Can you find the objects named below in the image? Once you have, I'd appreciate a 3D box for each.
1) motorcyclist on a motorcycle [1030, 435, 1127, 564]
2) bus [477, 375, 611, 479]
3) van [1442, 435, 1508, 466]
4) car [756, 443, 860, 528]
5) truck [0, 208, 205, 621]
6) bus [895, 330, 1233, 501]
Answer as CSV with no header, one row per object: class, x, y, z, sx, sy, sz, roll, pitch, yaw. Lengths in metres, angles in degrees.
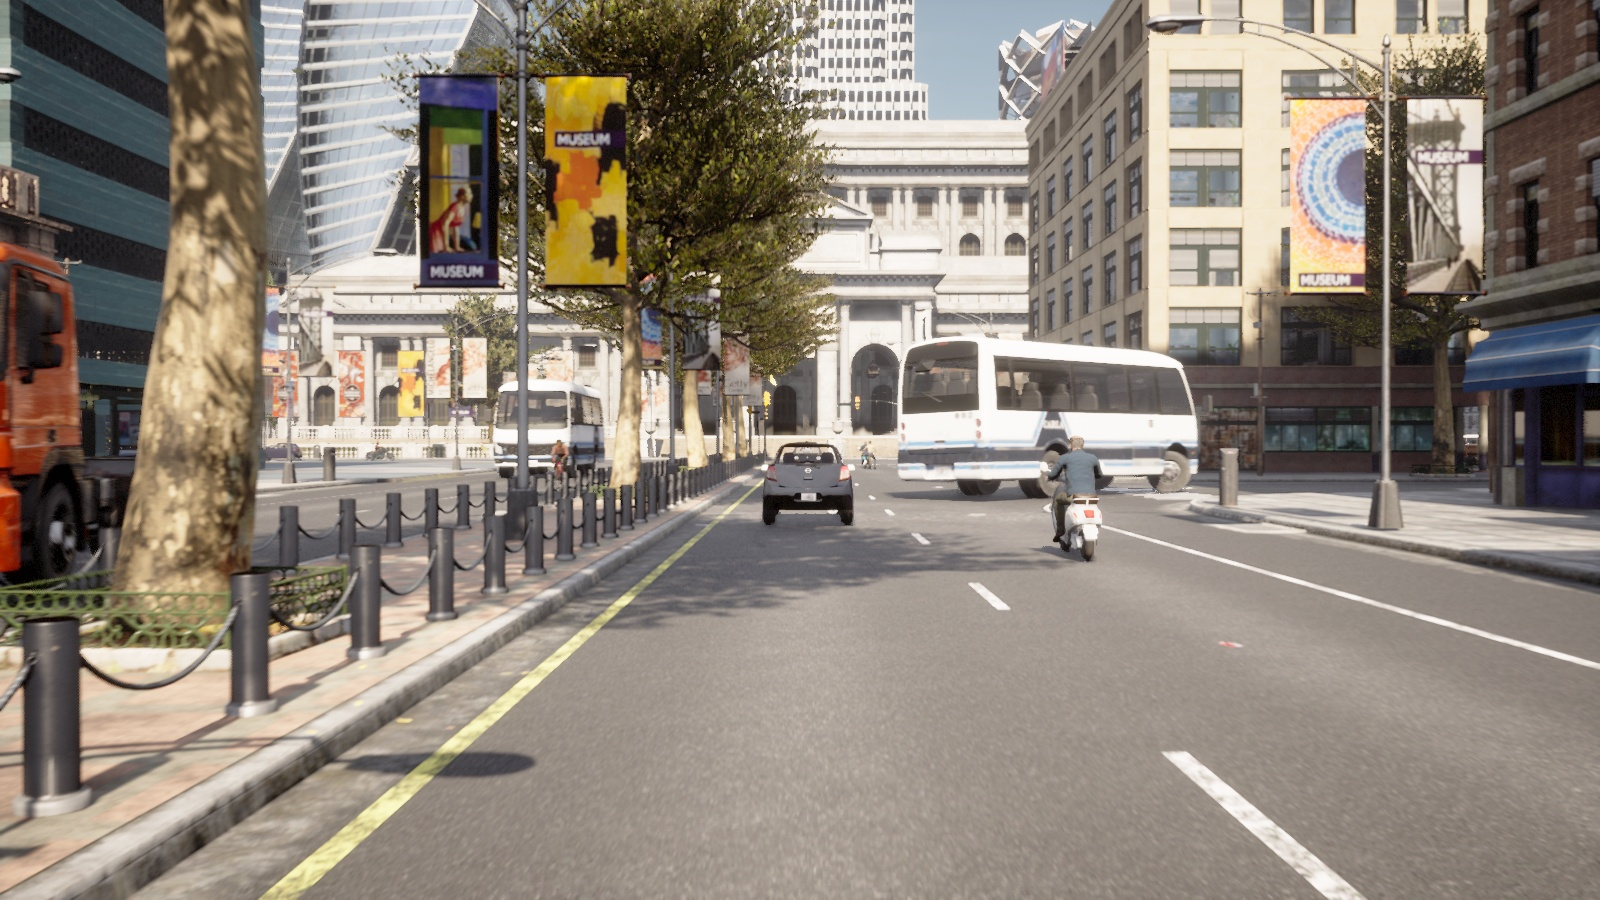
motorcyclist on a motorcycle,3.609,0.610,16.418,0.866,1.590,1.817,0,0,0
bus,-11.192,-0.956,56.302,3.944,4.253,10.273,0,0,0
van,45.439,0.029,84.612,2.069,2.038,4.480,0,0,0
car,0.152,0.624,24.131,1.845,1.501,3.633,0,0,0
truck,-9.053,-0.321,13.971,2.891,3.462,7.936,0,0,-14
bus,7.838,-0.827,36.097,10.273,4.253,3.944,0,-1,-40
